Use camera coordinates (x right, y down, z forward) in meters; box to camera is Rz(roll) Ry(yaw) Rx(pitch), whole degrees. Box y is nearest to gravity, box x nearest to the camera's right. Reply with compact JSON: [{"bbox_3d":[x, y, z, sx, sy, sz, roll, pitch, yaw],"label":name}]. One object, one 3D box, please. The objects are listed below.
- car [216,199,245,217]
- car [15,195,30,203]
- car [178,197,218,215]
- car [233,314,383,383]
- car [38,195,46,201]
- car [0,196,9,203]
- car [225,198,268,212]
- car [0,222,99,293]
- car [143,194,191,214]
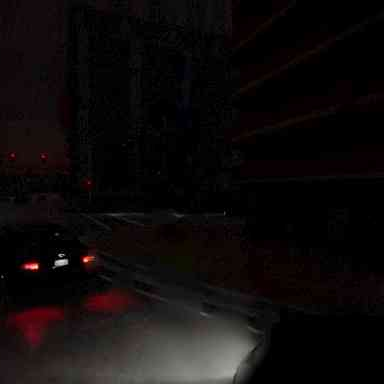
[{"bbox_3d":[5.065,1.656,31.834,4.718,1.301,1.895,0,0,-23],"label":"car"},{"bbox_3d":[-34.326,1.478,66.802,1.882,1.535,5.008,0,0,-23],"label":"car"},{"bbox_3d":[1.470,1.560,34.348,4.892,1.490,1.837,0,0,-23],"label":"car"},{"bbox_3d":[2.884,1.547,2.009,5.357,1.411,2.033,0,0,35],"label":"car"},{"bbox_3d":[-37.091,1.540,82.286,2.033,1.411,5.357,0,0,-23],"label":"car"},{"bbox_3d":[-38.516,1.540,67.717,2.033,1.411,5.357,0,0,-23],"label":"car"},{"bbox_3d":[6.629,1.560,40.281,4.892,1.490,1.837,0,0,-23],"label":"car"},{"bbox_3d":[-4.340,1.547,9.023,2.033,1.411,5.357,0,0,-39],"label":"car"},{"bbox_3d":[-2.521,1.277,36.480,5.566,2.045,2.150,0,0,-23],"label":"car"}]
